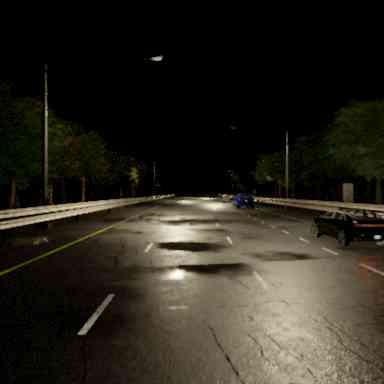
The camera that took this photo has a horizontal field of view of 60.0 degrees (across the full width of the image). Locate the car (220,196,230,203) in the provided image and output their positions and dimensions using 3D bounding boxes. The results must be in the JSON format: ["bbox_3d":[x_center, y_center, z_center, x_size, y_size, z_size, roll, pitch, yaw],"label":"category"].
[{"bbox_3d":[7.011,1.564,69.454,1.812,1.442,4.674,0,0,0],"label":"car"}]

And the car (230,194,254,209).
[{"bbox_3d":[6.997,1.236,45.404,2.150,2.045,5.566,0,0,0],"label":"car"}]

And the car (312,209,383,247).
[{"bbox_3d":[7.000,1.496,14.975,2.128,1.511,4.902,0,0,0],"label":"car"}]
